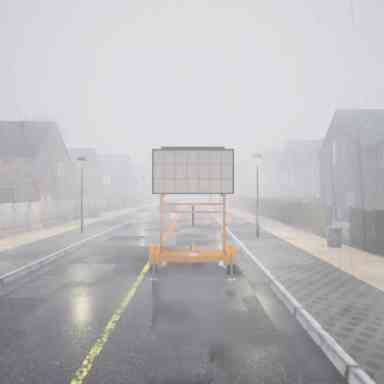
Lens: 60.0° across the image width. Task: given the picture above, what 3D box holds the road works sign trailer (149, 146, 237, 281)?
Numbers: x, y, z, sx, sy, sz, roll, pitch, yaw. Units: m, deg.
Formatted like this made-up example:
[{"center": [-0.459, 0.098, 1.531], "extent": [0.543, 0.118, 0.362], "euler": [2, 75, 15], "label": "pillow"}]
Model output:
[{"center": [0.029, 0.465, 9.852], "extent": [2.380, 3.560, 2.880], "euler": [0, 0, 1], "label": "road works sign trailer"}]

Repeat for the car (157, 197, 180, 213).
[{"center": [-2.758, 1.635, 37.876], "extent": [1.994, 1.385, 4.181], "euler": [0, 0, 0], "label": "car"}]

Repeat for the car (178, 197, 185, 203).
[{"center": [-2.568, 1.812, 74.660], "extent": [2.128, 1.511, 4.902], "euler": [0, -1, 0], "label": "car"}]
